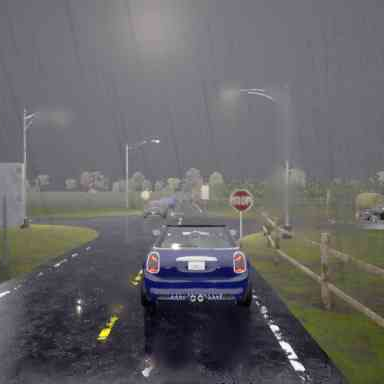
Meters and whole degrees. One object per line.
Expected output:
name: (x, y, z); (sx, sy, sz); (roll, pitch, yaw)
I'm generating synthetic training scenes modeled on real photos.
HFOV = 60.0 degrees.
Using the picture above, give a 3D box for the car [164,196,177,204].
car: (-3.324, 1.455, 44.378); (1.882, 1.535, 5.008); (0, 0, -1)

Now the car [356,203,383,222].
car: (14.661, 1.487, 24.294); (4.902, 1.511, 2.128); (0, 0, 9)

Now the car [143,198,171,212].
car: (-3.052, 1.482, 28.678); (1.837, 1.490, 4.892); (0, 0, -1)

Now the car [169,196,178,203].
car: (-3.946, 1.542, 70.738); (1.895, 1.301, 4.718); (0, 0, -2)

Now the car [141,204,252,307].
car: (0.072, 1.350, 8.128); (2.097, 1.767, 4.553); (0, 0, 0)

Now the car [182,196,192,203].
car: (-0.933, 1.444, 65.511); (2.128, 1.511, 4.902); (0, 0, -2)
